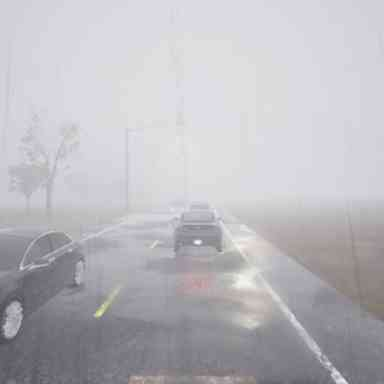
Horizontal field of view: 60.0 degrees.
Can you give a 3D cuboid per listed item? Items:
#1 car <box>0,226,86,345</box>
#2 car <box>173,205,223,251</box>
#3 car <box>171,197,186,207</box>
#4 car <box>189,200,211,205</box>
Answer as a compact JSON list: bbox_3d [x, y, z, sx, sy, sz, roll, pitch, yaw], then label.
[{"bbox_3d":[-3.549,1.502,6.426,1.837,1.490,4.892,0,0,1],"label":"car"},{"bbox_3d":[0.250,1.502,14.097,1.837,1.490,4.892,0,0,1],"label":"car"},{"bbox_3d":[-1.997,1.460,50.209,1.882,1.535,5.008,0,0,4],"label":"car"},{"bbox_3d":[0.745,1.469,31.547,1.882,1.535,5.008,0,0,2],"label":"car"}]
